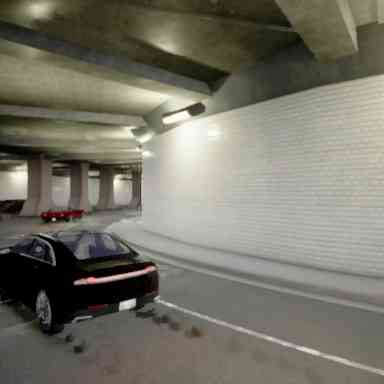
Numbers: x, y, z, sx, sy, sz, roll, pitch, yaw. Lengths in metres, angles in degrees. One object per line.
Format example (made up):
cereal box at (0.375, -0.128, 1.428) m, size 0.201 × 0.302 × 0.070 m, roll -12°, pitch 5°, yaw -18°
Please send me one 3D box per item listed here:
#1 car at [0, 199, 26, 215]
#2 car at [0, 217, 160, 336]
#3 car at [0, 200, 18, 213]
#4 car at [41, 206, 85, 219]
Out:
car at (-20.121, 1.547, 37.259) m, size 2.097 × 1.767 × 4.553 m, roll 0°, pitch 0°, yaw 8°
car at (-2.659, 1.537, 6.919) m, size 2.128 × 1.511 × 4.902 m, roll 1°, pitch 0°, yaw -43°
car at (-23.300, 1.703, 39.758) m, size 1.837 × 1.490 × 4.892 m, roll 0°, pitch 0°, yaw 9°
car at (-10.242, 1.766, 26.863) m, size 1.895 × 1.301 × 4.718 m, roll 0°, pitch 0°, yaw -1°
